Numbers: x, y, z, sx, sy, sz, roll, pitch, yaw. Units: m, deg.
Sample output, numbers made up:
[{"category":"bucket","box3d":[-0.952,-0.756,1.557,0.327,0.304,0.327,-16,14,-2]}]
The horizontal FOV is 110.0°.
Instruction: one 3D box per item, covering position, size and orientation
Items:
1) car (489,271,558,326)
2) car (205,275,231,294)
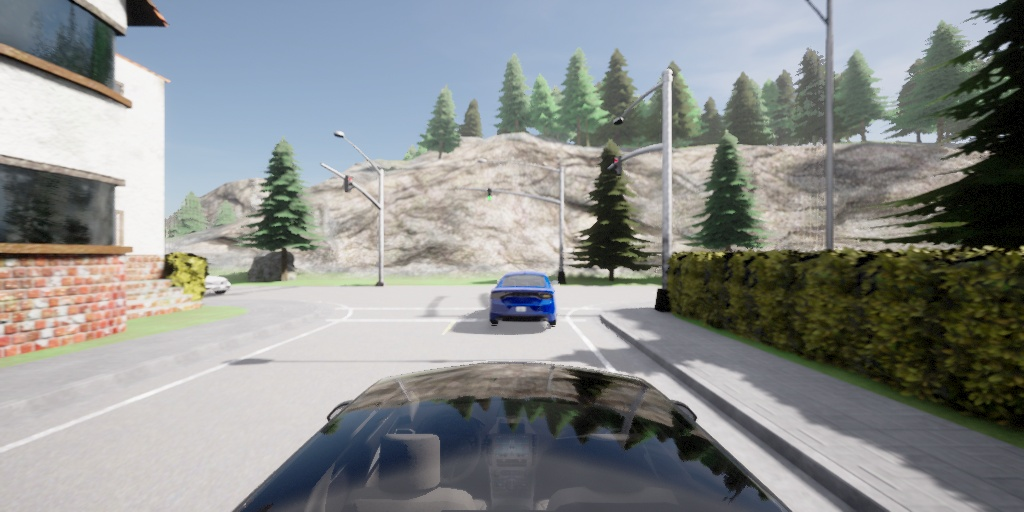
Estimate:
[{"category":"car","box3d":[0.480,1.221,11.708,1.882,1.535,5.008,0,0,6]},{"category":"car","box3d":[-16.792,1.264,17.974,4.674,1.442,1.812,0,0,1]}]
